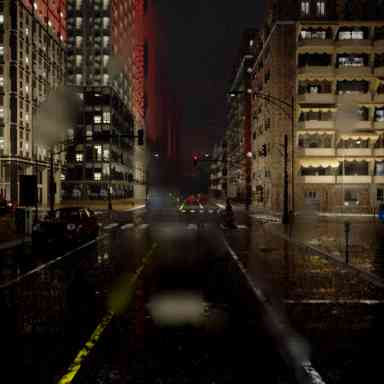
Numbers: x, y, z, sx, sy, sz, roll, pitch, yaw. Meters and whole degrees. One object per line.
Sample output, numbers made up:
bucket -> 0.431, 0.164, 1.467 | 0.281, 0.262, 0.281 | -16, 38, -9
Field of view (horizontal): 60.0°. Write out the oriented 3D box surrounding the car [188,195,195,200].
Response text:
car -> -0.107, 1.442, 87.388 | 1.994, 1.385, 4.181 | 0, 0, 0

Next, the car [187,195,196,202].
car -> -0.094, 1.378, 77.318 | 2.097, 1.767, 4.553 | 0, 0, 0

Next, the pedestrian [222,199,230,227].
pedestrian -> 2.162, 1.295, 20.149 | 0.375, 1.860, 0.375 | 0, 0, 0

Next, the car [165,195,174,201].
car -> -5.800, 1.479, 86.735 | 1.967, 1.590, 4.097 | 0, 0, 0

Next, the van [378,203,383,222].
van -> 16.897, 1.706, 26.167 | 3.998, 1.788, 1.690 | 1, -1, 0

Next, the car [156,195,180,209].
car -> -3.185, 1.362, 45.152 | 2.097, 1.767, 4.553 | 0, 0, 1

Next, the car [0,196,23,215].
car -> -17.162, 1.056, 28.756 | 4.553, 1.767, 2.097 | 1, 0, 0

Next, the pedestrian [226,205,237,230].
pedestrian -> 2.350, 1.575, 19.508 | 0.375, 1.300, 0.375 | 0, 0, 0

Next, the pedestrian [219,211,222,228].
pedestrian -> 1.868, 1.693, 20.750 | 0.500, 1.100, 0.500 | 0, 0, 0

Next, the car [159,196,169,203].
car -> -5.778, 1.550, 69.913 | 1.752, 1.417, 4.829 | 0, 0, 0

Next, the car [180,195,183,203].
car -> -3.152, 1.370, 57.914 | 2.097, 1.767, 4.553 | 0, 0, 0

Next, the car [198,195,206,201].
car -> 2.581, 1.589, 86.747 | 2.008, 1.369, 4.403 | 0, 0, 0

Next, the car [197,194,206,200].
car -> 2.573, 1.359, 92.298 | 2.192, 1.841, 5.009 | 0, 0, 0

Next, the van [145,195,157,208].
van -> -5.751, 1.352, 47.879 | 1.690, 1.788, 3.998 | 0, 0, 0

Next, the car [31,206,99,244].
car -> -5.710, 1.441, 15.405 | 1.967, 1.590, 4.097 | 0, 0, 0

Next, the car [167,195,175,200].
car -> -5.807, 1.569, 92.116 | 1.752, 1.417, 4.829 | 0, 0, 0

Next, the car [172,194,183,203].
car -> -3.089, 1.382, 72.694 | 2.097, 1.767, 4.553 | 0, 0, 0

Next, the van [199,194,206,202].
van -> 2.587, 1.375, 81.197 | 1.690, 1.788, 3.998 | 0, 0, 0

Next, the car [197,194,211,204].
car -> 2.608, 1.336, 64.544 | 2.192, 1.841, 5.009 | 0, 0, 0
